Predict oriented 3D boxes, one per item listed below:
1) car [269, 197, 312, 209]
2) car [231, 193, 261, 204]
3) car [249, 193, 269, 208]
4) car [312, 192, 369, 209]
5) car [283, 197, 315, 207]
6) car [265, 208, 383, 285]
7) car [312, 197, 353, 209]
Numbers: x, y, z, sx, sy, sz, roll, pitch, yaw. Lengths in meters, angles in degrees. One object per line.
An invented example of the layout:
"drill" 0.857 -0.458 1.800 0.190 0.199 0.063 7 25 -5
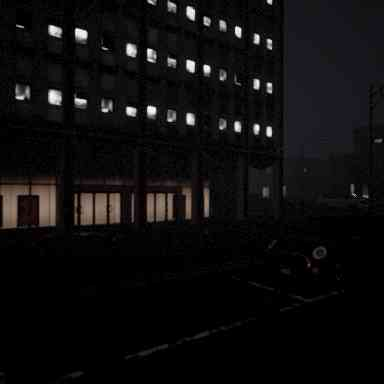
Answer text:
"car" 11.808 1.379 39.243 2.008 1.369 4.403 1 0 -35
"car" 9.254 1.107 57.670 2.192 1.841 5.009 1 0 -35
"car" 8.660 1.119 43.797 2.192 1.841 5.009 1 0 -35
"car" 16.626 1.080 36.826 2.150 2.045 5.566 0 0 -35
"car" 15.551 1.419 48.563 1.802 1.307 4.206 1 0 -35
"car" 3.933 1.428 9.369 4.097 1.590 1.967 0 0 -36
"car" 18.605 1.386 44.149 1.752 1.417 4.829 1 0 -35
